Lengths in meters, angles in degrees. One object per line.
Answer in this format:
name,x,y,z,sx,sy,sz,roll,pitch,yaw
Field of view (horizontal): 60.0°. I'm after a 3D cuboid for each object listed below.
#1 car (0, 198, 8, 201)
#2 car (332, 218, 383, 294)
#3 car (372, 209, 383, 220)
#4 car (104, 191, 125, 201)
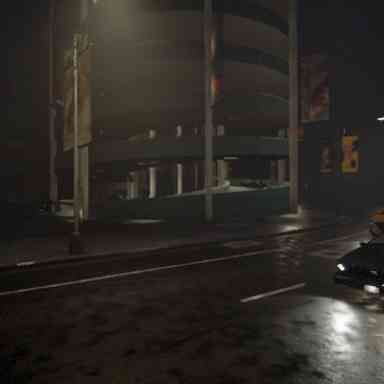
car,-28.949,1.451,49.958,1.895,1.301,4.718,0,0,-36
car,5.626,1.500,8.148,5.357,1.411,2.033,0,0,-38
car,10.578,1.383,16.744,1.882,1.535,5.008,0,0,43
car,-14.405,0.918,61.415,2.435,2.045,5.566,0,0,-36
